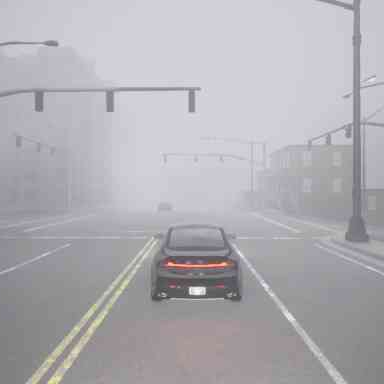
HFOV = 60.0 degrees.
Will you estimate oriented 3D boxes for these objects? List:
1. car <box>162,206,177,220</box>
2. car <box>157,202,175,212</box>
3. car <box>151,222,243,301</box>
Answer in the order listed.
[{"bbox_3d":[-3.642,3.522,54.959,2.128,1.511,4.902,0,-12,0],"label":"car"},{"bbox_3d":[-3.642,2.066,45.551,1.837,1.490,4.892,0,-5,0],"label":"car"},{"bbox_3d":[0.092,1.505,8.316,1.837,1.490,4.892,0,0,0],"label":"car"}]
